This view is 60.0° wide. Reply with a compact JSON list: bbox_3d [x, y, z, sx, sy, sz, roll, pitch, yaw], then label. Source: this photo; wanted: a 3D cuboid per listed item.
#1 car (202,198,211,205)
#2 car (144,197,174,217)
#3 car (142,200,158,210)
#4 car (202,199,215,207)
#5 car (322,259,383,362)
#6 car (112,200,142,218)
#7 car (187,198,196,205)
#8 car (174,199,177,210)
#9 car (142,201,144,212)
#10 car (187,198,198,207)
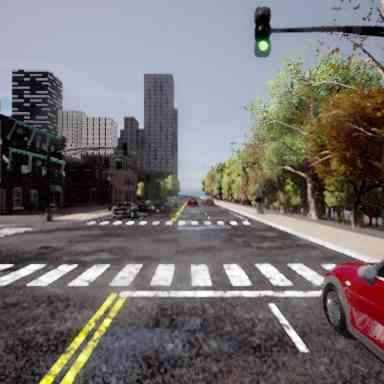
[{"bbox_3d":[3.233,2.173,74.610,1.994,1.385,4.181,0,0,0],"label":"car"},{"bbox_3d":[-3.373,1.515,34.923,2.150,2.045,5.566,0,0,-1],"label":"car"},{"bbox_3d":[-6.613,2.004,52.698,1.994,1.385,4.181,0,0,-1],"label":"car"},{"bbox_3d":[3.333,2.015,64.468,1.882,1.535,5.008,0,0,0],"label":"car"},{"bbox_3d":[3.347,1.387,4.061,2.097,1.767,4.553,0,-1,0],"label":"car"},{"bbox_3d":[-6.612,1.786,33.325,1.837,1.490,4.892,0,0,0],"label":"car"},{"bbox_3d":[-0.016,2.176,74.931,1.994,1.385,4.181,0,0,0],"label":"car"},{"bbox_3d":[-3.360,1.881,44.951,1.837,1.490,4.892,0,0,0],"label":"car"},{"bbox_3d":[-6.608,1.836,42.701,1.882,1.535,5.008,0,0,0],"label":"car"},{"bbox_3d":[0.082,1.895,65.136,2.097,1.767,4.553,0,0,0],"label":"car"}]
